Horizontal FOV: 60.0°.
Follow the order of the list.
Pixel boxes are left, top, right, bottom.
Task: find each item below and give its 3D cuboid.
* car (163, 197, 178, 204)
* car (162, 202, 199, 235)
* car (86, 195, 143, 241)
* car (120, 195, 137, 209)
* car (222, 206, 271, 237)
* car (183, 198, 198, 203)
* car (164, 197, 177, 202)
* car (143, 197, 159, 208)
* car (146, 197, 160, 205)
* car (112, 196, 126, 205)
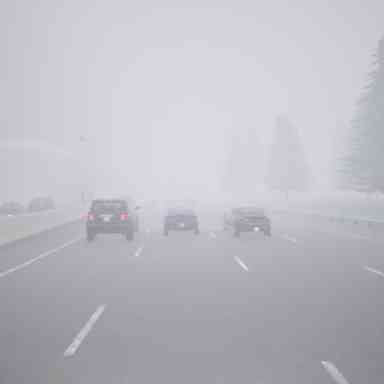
[{"bbox_3d":[-4.696,1.778,70.978,1.882,1.535,5.008,-1,0,-19],"label":"car"},{"bbox_3d":[-0.726,1.559,19.583,1.882,1.535,5.008,0,0,-5],"label":"car"},{"bbox_3d":[-4.021,1.334,17.504,2.150,2.045,5.566,-1,0,-5],"label":"car"},{"bbox_3d":[-10.302,1.545,53.334,2.150,2.045,5.566,-1,0,-16],"label":"car"},{"bbox_3d":[2.885,1.536,18.252,1.837,1.490,4.892,0,0,-5],"label":"car"},{"bbox_3d":[-0.365,1.717,56.815,1.837,1.490,4.892,-1,0,-16],"label":"car"},{"bbox_3d":[-3.663,1.775,55.613,1.812,1.442,4.674,-1,0,-16],"label":"car"},{"bbox_3d":[-7.049,1.852,54.730,1.994,1.385,4.181,-1,0,-16],"label":"car"},{"bbox_3d":[-8.257,1.865,70.535,1.812,1.442,4.674,-1,0,-20],"label":"car"},{"bbox_3d":[-15.237,1.787,69.278,2.097,1.767,4.553,-1,0,-20],"label":"car"}]
